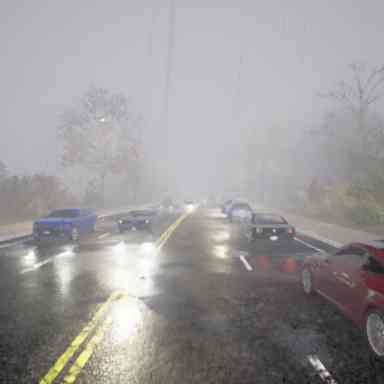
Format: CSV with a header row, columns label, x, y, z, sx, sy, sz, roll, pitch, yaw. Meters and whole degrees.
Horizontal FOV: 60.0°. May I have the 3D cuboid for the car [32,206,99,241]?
label,x,y,z,sx,sy,sz,roll,pitch,yaw
car,-6.342,1.526,17.181,1.882,1.535,5.008,0,0,2

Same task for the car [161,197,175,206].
label,x,y,z,sx,sy,sz,roll,pitch,yaw
car,-4.107,1.634,57.679,1.837,1.490,4.892,0,0,5

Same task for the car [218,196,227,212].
label,x,y,z,sx,sy,sz,roll,pitch,yaw
car,4.328,1.532,37.870,2.033,1.649,4.856,0,0,3

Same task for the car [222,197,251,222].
label,x,y,z,sx,sy,sz,roll,pitch,yaw
car,3.808,1.509,26.958,2.033,1.649,4.856,0,0,2

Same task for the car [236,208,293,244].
label,x,y,z,sx,sy,sz,roll,pitch,yaw
car,3.456,1.651,16.069,1.895,1.301,4.718,0,0,1

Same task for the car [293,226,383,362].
label,x,y,z,sx,sy,sz,roll,pitch,yaw
car,3.405,1.547,5.776,1.812,1.442,4.674,0,0,1

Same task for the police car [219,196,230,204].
label,x,y,z,sx,sy,sz,roll,pitch,yaw
police car,6.904,1.646,70.540,2.038,1.542,4.974,0,0,6

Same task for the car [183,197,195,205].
label,x,y,z,sx,sy,sz,roll,pitch,yaw
car,-0.491,1.683,61.599,2.033,1.411,5.357,0,0,5

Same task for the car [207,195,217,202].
label,x,y,z,sx,sy,sz,roll,pitch,yaw
car,4.696,1.561,80.545,1.882,1.535,5.008,0,0,7

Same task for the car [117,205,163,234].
label,x,y,z,sx,sy,sz,roll,pitch,yaw
car,-3.025,1.657,19.816,1.895,1.301,4.718,0,0,2

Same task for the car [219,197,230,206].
label,x,y,z,sx,sy,sz,roll,pitch,yaw
car,5.876,1.611,59.663,1.882,1.535,5.008,0,0,5
